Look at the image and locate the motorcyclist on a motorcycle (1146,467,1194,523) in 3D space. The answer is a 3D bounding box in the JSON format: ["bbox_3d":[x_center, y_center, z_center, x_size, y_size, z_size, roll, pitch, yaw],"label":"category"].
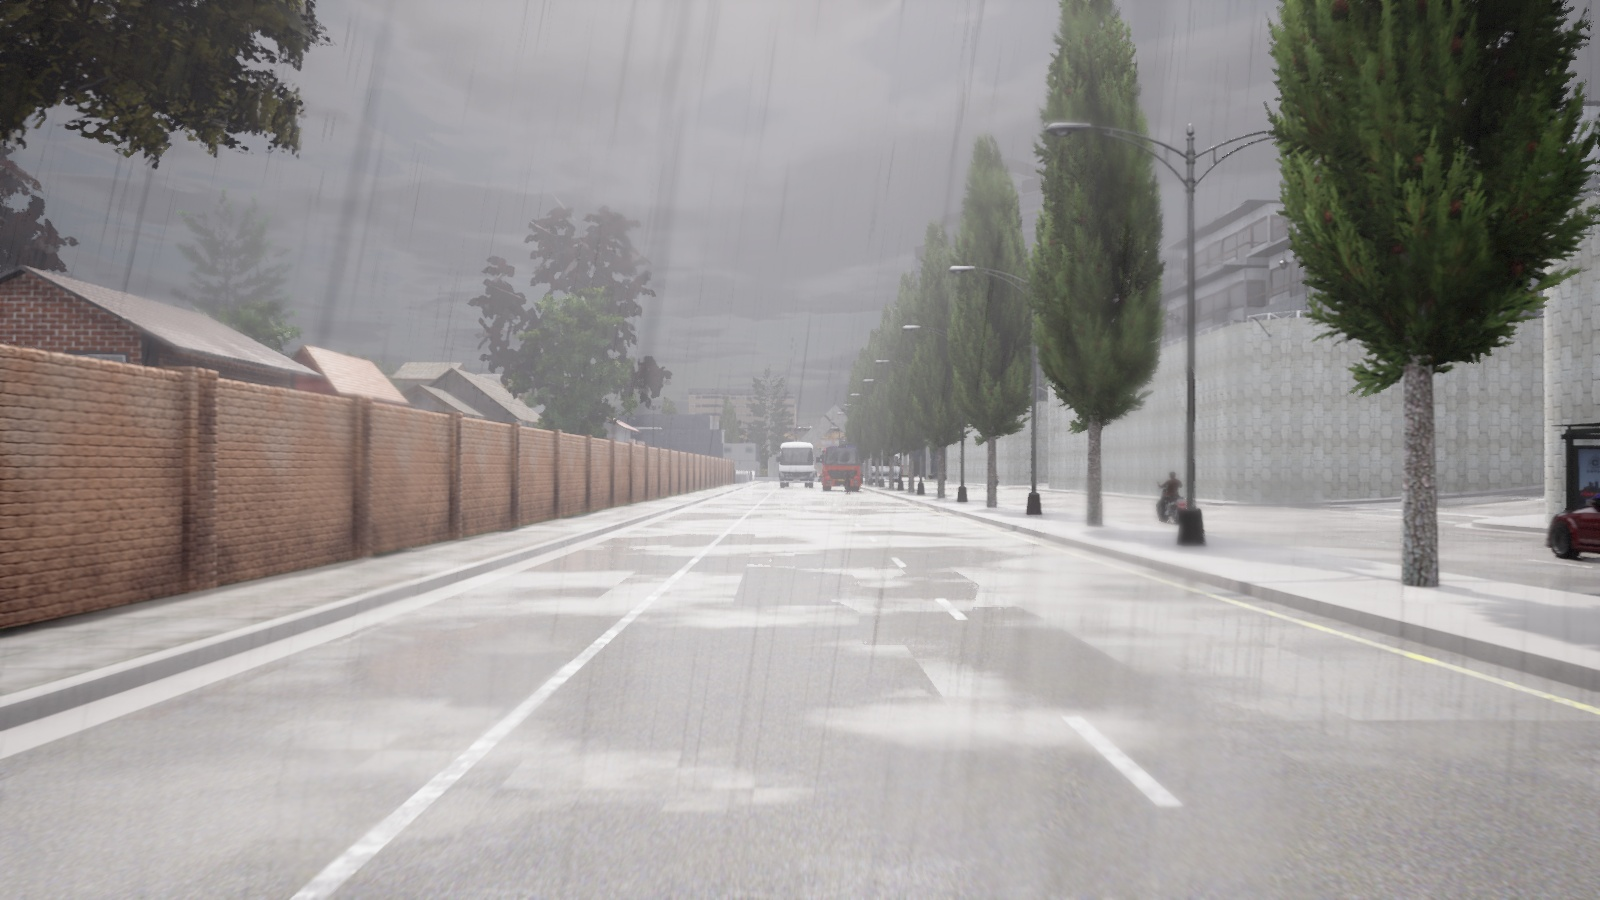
[{"bbox_3d":[11.406,1.368,38.753,0.766,1.649,2.350,0,-1,0],"label":"motorcyclist on a motorcycle"}]

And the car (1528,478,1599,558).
[{"bbox_3d":[14.947,1.186,21.952,1.994,1.385,4.181,0,-1,0],"label":"car"}]
